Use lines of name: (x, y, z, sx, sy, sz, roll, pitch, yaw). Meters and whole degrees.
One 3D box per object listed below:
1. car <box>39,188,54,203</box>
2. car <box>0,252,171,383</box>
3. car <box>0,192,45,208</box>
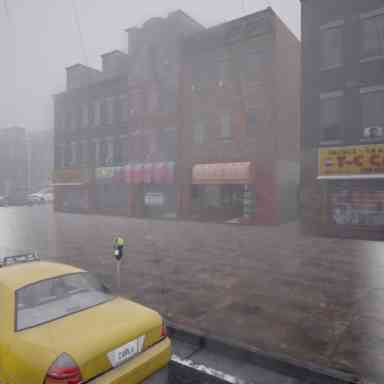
car: (-19.164, 0.548, 44.525, 2.150, 2.045, 5.566, 0, 2, 35)
car: (-2.518, 1.525, 4.608, 4.829, 1.417, 1.752, 0, 0, 36)
car: (-20.223, 1.040, 37.953, 2.033, 1.411, 5.357, 0, 2, 35)
